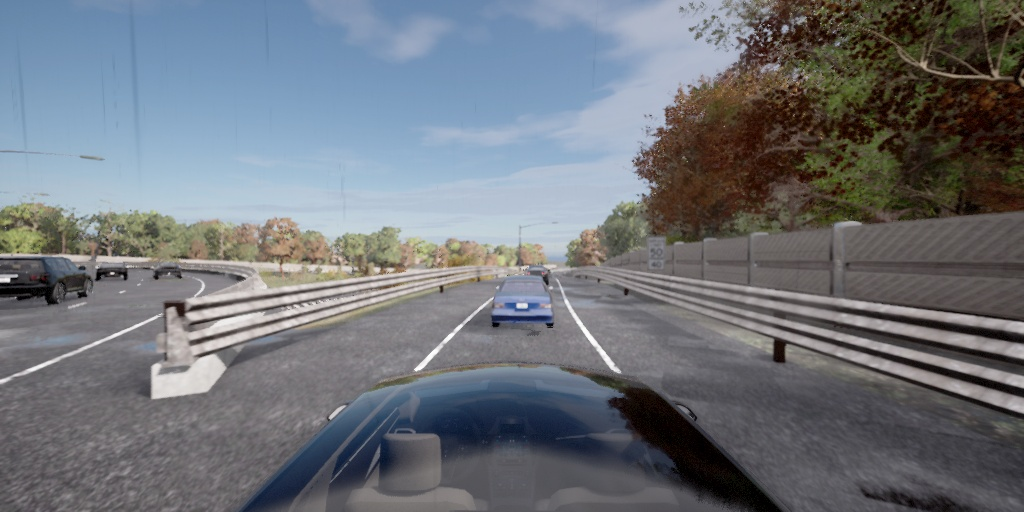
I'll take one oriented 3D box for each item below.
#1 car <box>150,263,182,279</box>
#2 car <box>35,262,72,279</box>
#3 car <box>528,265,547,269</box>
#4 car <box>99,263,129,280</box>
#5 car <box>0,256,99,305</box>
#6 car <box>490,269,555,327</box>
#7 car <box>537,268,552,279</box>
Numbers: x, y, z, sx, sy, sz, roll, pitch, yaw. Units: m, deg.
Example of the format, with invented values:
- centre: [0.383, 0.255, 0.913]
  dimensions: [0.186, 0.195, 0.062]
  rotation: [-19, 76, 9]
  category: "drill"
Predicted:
- centre: [-33.206, 1.375, 34.480]
  dimensions: [4.892, 1.490, 1.837]
  rotation: [0, -1, 42]
  category: "car"
- centre: [-44.716, 1.357, 34.973]
  dimensions: [4.902, 1.511, 2.128]
  rotation: [0, 0, 38]
  category: "car"
- centre: [1.951, 1.463, 28.211]
  dimensions: [1.812, 1.442, 4.674]
  rotation: [0, -1, 6]
  category: "car"
- centre: [-36.168, 1.337, 32.439]
  dimensions: [5.008, 1.535, 1.882]
  rotation: [0, 0, 42]
  category: "car"
- centre: [-20.798, 1.019, 15.718]
  dimensions: [2.150, 2.045, 5.566]
  rotation: [0, 0, -36]
  category: "car"
- centre: [0.395, 1.340, 11.752]
  dimensions: [2.033, 1.411, 5.357]
  rotation: [0, 0, 3]
  category: "car"
- centre: [5.158, 2.767, 56.655]
  dimensions: [2.128, 1.511, 4.902]
  rotation: [0, -4, 8]
  category: "car"
